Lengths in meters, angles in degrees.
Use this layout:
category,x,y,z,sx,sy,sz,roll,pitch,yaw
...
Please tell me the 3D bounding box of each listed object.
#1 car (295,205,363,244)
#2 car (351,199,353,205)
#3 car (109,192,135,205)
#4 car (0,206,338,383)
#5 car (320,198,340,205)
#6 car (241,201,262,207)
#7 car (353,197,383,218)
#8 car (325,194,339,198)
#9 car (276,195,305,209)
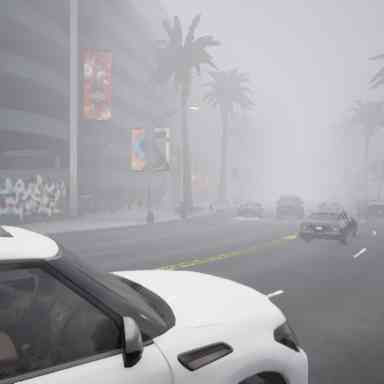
category,x,y,z,sx,sy,sz,roll,pitch,yaw
car,6.643,1.556,15.931,2.033,1.411,5.357,0,0,33
car,24.785,1.460,49.062,2.231,1.521,4.892,0,0,16
car,-10.836,0.981,51.444,2.435,2.045,5.566,0,0,16
car,-1.634,1.214,2.113,5.566,2.045,2.150,0,0,-36
car,12.538,1.549,30.201,2.033,1.411,5.357,0,0,16
car,5.551,1.580,31.230,1.994,1.385,4.181,0,0,16
car,15.903,1.474,29.238,1.882,1.535,5.008,0,0,16
car,32.877,1.317,77.300,2.185,1.767,4.553,0,0,16
car,8.908,1.310,30.238,2.150,2.045,5.566,0,0,16
